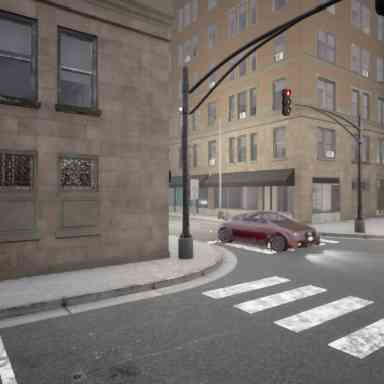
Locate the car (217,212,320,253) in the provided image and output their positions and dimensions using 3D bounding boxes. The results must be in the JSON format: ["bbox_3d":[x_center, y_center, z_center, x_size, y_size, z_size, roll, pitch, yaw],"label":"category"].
[{"bbox_3d":[3.018,1.514,13.669,1.994,1.385,4.181,0,0,-42],"label":"car"}]
